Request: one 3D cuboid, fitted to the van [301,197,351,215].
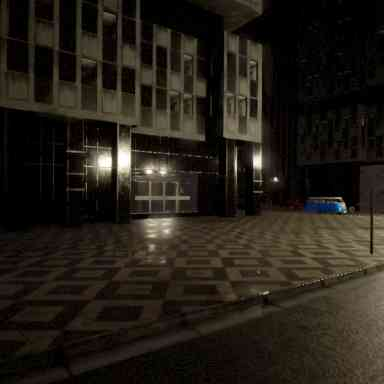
[{"bbox_3d":[13.690,1.425,34.108,1.690,1.788,3.998,0,0,-36],"label":"van"}]

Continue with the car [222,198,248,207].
[{"bbox_3d":[7.391,1.839,57.594,1.752,1.417,4.829,0,0,-36],"label":"car"}]

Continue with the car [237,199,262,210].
[{"bbox_3d":[7.124,1.706,43.301,1.887,1.381,4.507,0,0,-36],"label":"car"}]

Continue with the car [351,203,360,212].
[{"bbox_3d":[20.622,1.725,39.068,1.947,1.339,4.313,0,0,-36],"label":"car"}]

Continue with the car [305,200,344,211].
[{"bbox_3d":[17.339,1.749,43.665,2.008,1.369,4.403,0,0,-36],"label":"car"}]

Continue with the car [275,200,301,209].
[{"bbox_3d":[14.056,1.818,48.262,1.802,1.307,4.206,0,0,-36],"label":"car"}]
